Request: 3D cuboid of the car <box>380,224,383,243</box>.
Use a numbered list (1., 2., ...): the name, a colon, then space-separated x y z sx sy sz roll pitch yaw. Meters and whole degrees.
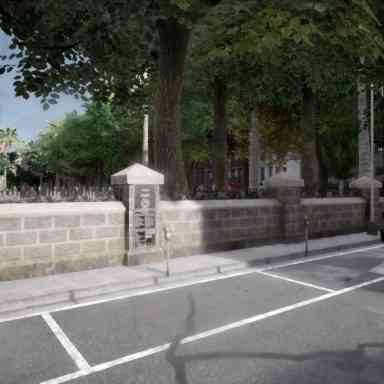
1. car: 9.652 1.310 13.429 5.009 1.841 2.192 0 0 -36
